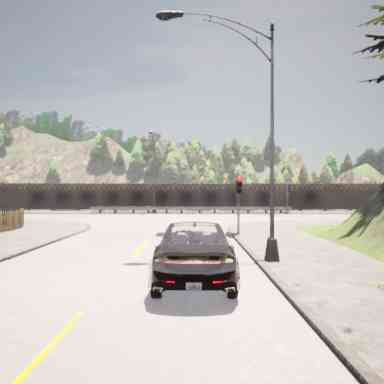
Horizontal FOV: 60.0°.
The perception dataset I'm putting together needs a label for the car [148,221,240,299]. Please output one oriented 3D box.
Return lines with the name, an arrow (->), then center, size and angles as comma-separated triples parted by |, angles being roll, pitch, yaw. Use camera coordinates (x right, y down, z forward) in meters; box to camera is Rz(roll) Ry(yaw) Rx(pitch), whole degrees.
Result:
car -> 0.067, 1.489, 8.427 | 2.128, 1.511, 4.902 | 0, 0, 1
